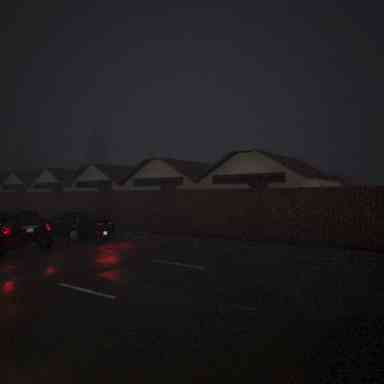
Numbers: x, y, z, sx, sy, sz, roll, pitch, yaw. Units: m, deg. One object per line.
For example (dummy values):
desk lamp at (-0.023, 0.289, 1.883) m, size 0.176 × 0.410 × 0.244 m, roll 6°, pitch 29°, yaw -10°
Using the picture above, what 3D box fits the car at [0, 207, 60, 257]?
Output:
car at (-7.816, 1.485, 13.741) m, size 4.553 × 1.767 × 2.097 m, roll -1°, pitch -1°, yaw 36°

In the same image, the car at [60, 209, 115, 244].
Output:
car at (-5.962, 1.644, 16.721) m, size 4.892 × 1.490 × 1.837 m, roll 0°, pitch 0°, yaw 36°
